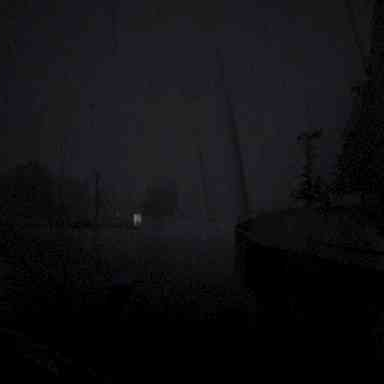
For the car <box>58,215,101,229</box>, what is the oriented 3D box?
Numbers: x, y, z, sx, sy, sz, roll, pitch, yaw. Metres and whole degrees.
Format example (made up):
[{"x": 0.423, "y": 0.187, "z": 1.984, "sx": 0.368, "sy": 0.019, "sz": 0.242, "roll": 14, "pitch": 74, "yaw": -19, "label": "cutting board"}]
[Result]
[{"x": -15.051, "y": 4.309, "z": 44.842, "sx": 1.882, "sy": 1.535, "sz": 5.008, "roll": -1, "pitch": -6, "yaw": 24, "label": "car"}]

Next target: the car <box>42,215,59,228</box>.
[{"x": -23.056, "y": 4.552, "z": 49.598, "sx": 5.366, "sy": 1.575, "sz": 1.946, "roll": 0, "pitch": -5, "yaw": 5, "label": "car"}]

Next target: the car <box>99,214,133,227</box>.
[{"x": -15.337, "y": 5.996, "z": 66.008, "sx": 5.566, "sy": 2.045, "sz": 2.435, "roll": 0, "pitch": -5, "yaw": 5, "label": "car"}]

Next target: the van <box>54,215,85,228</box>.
[{"x": -20.231, "y": 4.896, "z": 55.073, "sx": 4.442, "sy": 1.987, "sz": 1.878, "roll": 0, "pitch": -6, "yaw": 5, "label": "van"}]

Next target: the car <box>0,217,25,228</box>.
[{"x": -25.380, "y": 4.032, "z": 44.100, "sx": 4.674, "sy": 1.452, "sz": 2.002, "roll": 0, "pitch": -5, "yaw": 5, "label": "car"}]

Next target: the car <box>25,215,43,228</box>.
[{"x": -24.135, "y": 4.315, "z": 46.846, "sx": 4.674, "sy": 1.452, "sz": 2.002, "roll": 0, "pitch": -6, "yaw": 5, "label": "car"}]

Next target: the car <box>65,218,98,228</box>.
[{"x": -19.084, "y": 5.403, "z": 57.785, "sx": 4.892, "sy": 1.521, "sz": 2.231, "roll": 0, "pitch": -5, "yaw": 5, "label": "car"}]

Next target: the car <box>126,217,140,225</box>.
[{"x": -15.543, "y": 7.697, "z": 87.716, "sx": 2.163, "sy": 1.488, "sz": 4.792, "roll": 1, "pitch": 1, "yaw": 9, "label": "car"}]

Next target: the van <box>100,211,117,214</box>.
[{"x": -23.236, "y": 7.297, "z": 92.500, "sx": 1.878, "sy": 1.987, "sz": 4.442, "roll": 0, "pitch": 1, "yaw": 10, "label": "van"}]

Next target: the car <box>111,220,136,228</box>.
[{"x": -14.061, "y": 6.568, "z": 68.716, "sx": 4.674, "sy": 1.452, "sz": 2.002, "roll": 0, "pitch": -5, "yaw": 5, "label": "car"}]
